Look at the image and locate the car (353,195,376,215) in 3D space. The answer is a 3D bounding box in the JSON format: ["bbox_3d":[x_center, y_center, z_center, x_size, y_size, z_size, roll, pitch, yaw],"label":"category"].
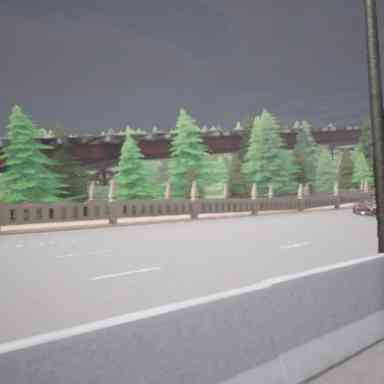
[{"bbox_3d":[15.479,1.048,27.853,4.553,1.767,2.097,-1,0,-35],"label":"car"}]
